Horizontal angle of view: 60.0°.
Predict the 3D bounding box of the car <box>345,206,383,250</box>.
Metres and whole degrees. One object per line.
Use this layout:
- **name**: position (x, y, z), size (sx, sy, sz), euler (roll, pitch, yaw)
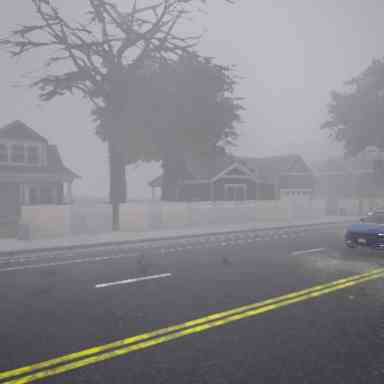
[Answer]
- **car**: position (8.221, 1.497, 13.542), size (5.008, 1.535, 1.882), euler (0, 0, -35)
